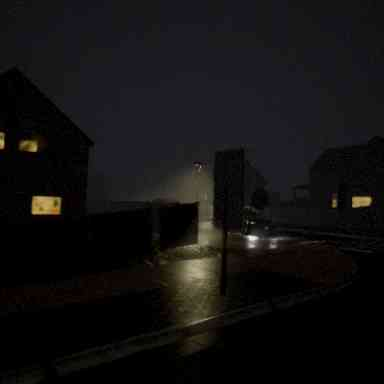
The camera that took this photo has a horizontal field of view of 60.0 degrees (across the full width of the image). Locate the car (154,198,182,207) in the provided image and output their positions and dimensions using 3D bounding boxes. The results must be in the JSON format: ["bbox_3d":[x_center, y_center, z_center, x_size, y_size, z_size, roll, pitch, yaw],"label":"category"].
[{"bbox_3d":[-1.982,1.574,29.513,2.150,2.045,5.566,3,-2,-25],"label":"car"}]

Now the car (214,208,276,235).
[{"bbox_3d":[2.939,1.692,19.862,1.812,1.442,4.674,3,-2,-28],"label":"car"}]

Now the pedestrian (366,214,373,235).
[{"bbox_3d":[10.105,1.496,18.954,0.375,1.860,0.375,2,-1,-31],"label":"pedestrian"}]
